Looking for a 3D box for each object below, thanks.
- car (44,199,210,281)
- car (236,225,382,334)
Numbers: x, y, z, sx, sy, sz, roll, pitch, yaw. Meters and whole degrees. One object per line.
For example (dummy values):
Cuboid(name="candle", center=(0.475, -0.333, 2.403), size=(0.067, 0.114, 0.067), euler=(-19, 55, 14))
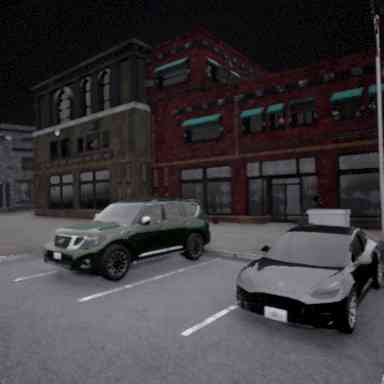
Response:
Cuboid(name="car", center=(-1.635, 1.242, 10.428), size=(2.435, 2.045, 5.566), euler=(0, -1, 38))
Cuboid(name="car", center=(2.742, 1.516, 7.154), size=(2.163, 1.488, 4.792), euler=(0, 0, 37))
